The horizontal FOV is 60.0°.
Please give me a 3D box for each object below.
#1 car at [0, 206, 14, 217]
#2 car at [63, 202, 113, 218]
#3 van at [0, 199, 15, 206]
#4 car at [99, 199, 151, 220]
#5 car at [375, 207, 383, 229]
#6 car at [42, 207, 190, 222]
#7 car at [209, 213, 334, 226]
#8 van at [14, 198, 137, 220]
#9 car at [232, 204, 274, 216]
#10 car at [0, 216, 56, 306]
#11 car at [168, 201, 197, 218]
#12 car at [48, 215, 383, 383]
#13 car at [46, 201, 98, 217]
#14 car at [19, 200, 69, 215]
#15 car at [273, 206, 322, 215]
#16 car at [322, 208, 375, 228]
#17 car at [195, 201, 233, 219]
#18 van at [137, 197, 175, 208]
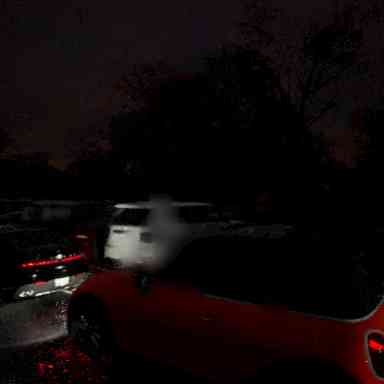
[{"bbox_3d":[-7.053,1.568,15.648,2.231,1.521,4.892,0,-1,36],"label":"car"},{"bbox_3d":[-10.650,1.759,34.483,2.002,1.452,4.674,0,-1,36],"label":"car"},{"bbox_3d":[-9.383,1.346,17.214,1.878,1.987,4.442,0,-1,36],"label":"van"},{"bbox_3d":[-6.174,1.569,31.171,2.185,1.767,4.553,0,-1,36],"label":"car"},{"bbox_3d":[11.825,1.399,18.045,2.435,2.045,5.566,0,-1,36],"label":"car"},{"bbox_3d":[-2.524,1.556,12.345,2.097,1.535,5.008,0,-1,36],"label":"car"},{"bbox_3d":[2.011,1.546,9.041,2.231,1.521,4.892,0,-1,36],"label":"car"},{"bbox_3d":[-4.716,1.337,14.097,1.878,1.987,4.442,0,-1,36],"label":"van"},{"bbox_3d":[5.088,1.665,22.982,2.097,1.535,5.008,0,-1,36],"label":"car"},{"bbox_3d":[-4.555,1.554,8.101,4.892,1.490,1.837,0,-1,36],"label":"car"},{"bbox_3d":[0.588,1.716,26.267,2.002,1.452,4.674,0,-1,36],"label":"car"},{"bbox_3d":[0.321,1.390,4.537,4.553,1.767,2.097,0,-1,36],"label":"car"},{"bbox_3d":[-12.897,1.736,36.131,2.097,1.535,5.008,-1,-1,36],"label":"car"},{"bbox_3d":[-17.397,1.780,39.412,2.097,1.535,5.008,-1,-1,36],"label":"car"},{"bbox_3d":[7.324,1.689,21.322,2.163,1.488,4.792,0,-1,36],"label":"car"},{"bbox_3d":[9.609,1.684,19.729,2.163,1.488,4.792,0,-1,36],"label":"car"},{"bbox_3d":[2.730,1.666,24.479,1.946,1.575,5.366,0,-1,36],"label":"car"},{"bbox_3d":[-3.842,1.462,29.650,1.878,1.987,4.442,0,-1,36],"label":"van"}]
